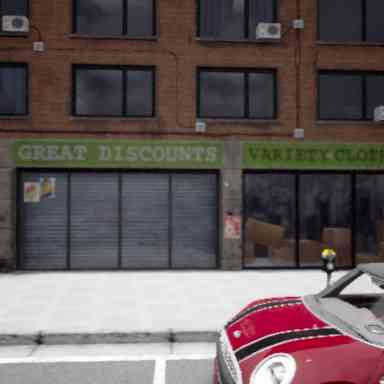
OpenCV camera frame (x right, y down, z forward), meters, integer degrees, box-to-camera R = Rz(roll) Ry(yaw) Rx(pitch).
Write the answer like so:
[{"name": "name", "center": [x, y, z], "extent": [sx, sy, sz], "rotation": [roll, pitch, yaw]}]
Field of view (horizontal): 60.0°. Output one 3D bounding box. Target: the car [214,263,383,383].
[{"name": "car", "center": [2.274, 1.506, 3.484], "extent": [4.097, 1.590, 1.967], "rotation": [0, -1, -3]}]
